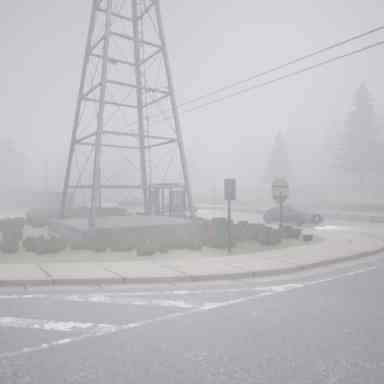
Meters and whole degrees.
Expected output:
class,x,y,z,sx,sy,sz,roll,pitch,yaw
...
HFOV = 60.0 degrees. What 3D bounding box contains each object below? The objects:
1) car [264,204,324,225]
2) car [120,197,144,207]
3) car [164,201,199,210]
class,x,y,z,sx,sy,sz,roll,pitch,yaw
car,6.990,1.562,23.306,1.994,1.385,4.181,0,0,-36
car,-8.021,1.476,47.362,5.008,1.535,1.882,0,0,17
car,-1.198,1.599,35.344,1.895,1.301,4.718,0,0,-34
